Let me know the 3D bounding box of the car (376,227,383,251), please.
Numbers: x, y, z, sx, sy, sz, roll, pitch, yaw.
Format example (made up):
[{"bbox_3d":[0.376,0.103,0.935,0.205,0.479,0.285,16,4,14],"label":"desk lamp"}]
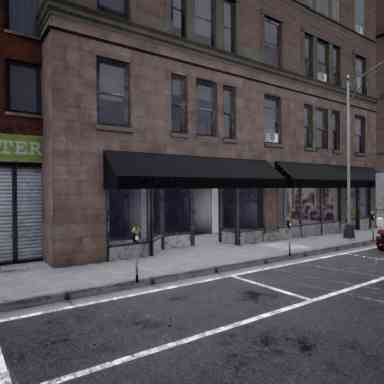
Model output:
[{"bbox_3d":[8.843,1.541,12.854,4.507,1.381,1.887,0,-1,-36],"label":"car"}]
